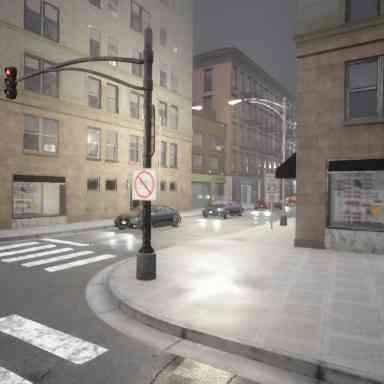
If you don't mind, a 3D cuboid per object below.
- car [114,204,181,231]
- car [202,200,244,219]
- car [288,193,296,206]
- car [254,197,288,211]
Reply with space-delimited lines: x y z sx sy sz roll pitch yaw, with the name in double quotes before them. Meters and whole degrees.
"car" -2.421 1.388 18.887 1.994 1.385 4.181 1 1 34
"car" 2.493 1.296 26.254 1.994 1.385 4.181 1 1 34
"car" 13.713 0.870 42.991 2.097 1.767 4.553 1 1 34
"car" 7.991 1.191 34.481 1.994 1.385 4.181 1 1 34
